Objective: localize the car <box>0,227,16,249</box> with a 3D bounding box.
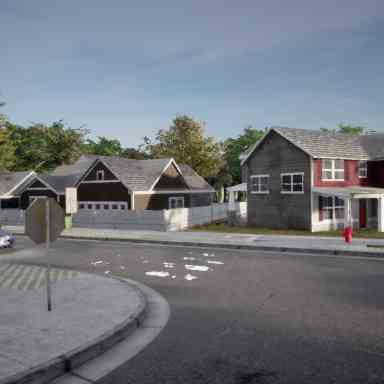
[{"bbox_3d":[-11.074,2.234,16.995,4.674,1.442,1.812,-2,0,30],"label":"car"}]
